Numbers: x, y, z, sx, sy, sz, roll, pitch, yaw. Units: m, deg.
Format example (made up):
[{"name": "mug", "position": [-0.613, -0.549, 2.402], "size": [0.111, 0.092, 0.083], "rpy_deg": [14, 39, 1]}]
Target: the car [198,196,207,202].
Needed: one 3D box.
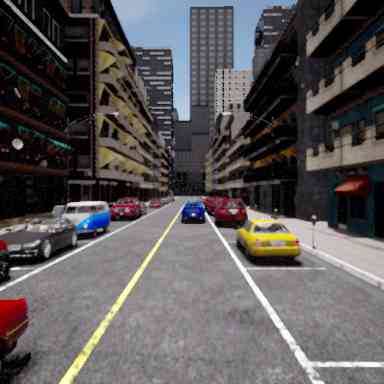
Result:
[{"name": "car", "position": [2.696, 1.829, 85.307], "size": [1.967, 1.590, 4.097], "rpy_deg": [-1, 0, 0]}]

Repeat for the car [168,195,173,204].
[{"name": "car", "position": [-5.686, 1.862, 68.531], "size": [2.008, 1.369, 4.403], "rpy_deg": [-1, 0, 0]}]

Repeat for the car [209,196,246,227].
[{"name": "car", "position": [2.681, 1.422, 23.685], "size": [2.192, 1.841, 5.009], "rpy_deg": [-1, 0, 0]}]

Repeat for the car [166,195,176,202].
[{"name": "car", "position": [-5.684, 1.730, 90.940], "size": [2.192, 1.841, 5.009], "rpy_deg": [-1, 0, 0]}]

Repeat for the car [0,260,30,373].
[{"name": "car", "position": [-3.093, 1.612, 2.197], "size": [1.895, 1.301, 4.718], "rpy_deg": [0, 0, 0]}]

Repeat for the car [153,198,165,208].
[{"name": "car", "position": [-5.689, 1.816, 51.724], "size": [1.802, 1.307, 4.206], "rpy_deg": [-1, 0, 0]}]

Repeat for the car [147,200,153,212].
[{"name": "car", "position": [-5.701, 1.709, 34.919], "size": [2.008, 1.369, 4.403], "rpy_deg": [-1, 0, 0]}]

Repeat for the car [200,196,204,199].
[{"name": "car", "position": [2.686, 1.523, 46.093], "size": [2.192, 1.841, 5.009], "rpy_deg": [-1, 0, 0]}]

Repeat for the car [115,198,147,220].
[{"name": "car", "position": [-5.688, 1.448, 29.318], "size": [2.192, 1.841, 5.009], "rpy_deg": [-1, 0, 0]}]

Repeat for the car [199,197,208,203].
[{"name": "car", "position": [2.697, 1.928, 79.704], "size": [1.947, 1.339, 4.313], "rpy_deg": [-1, 0, 0]}]

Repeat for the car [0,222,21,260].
[{"name": "car", "position": [-5.668, 1.472, 6.909], "size": [1.967, 1.590, 4.097], "rpy_deg": [-1, 0, 0]}]

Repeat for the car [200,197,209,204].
[{"name": "car", "position": [2.695, 1.863, 74.272], "size": [1.752, 1.417, 4.829], "rpy_deg": [-1, 0, 0]}]

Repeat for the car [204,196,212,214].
[{"name": "car", "position": [2.683, 1.473, 34.889], "size": [2.192, 1.841, 5.009], "rpy_deg": [-1, 0, 0]}]

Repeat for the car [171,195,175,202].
[{"name": "car", "position": [-5.683, 1.914, 79.735], "size": [2.008, 1.369, 4.403], "rpy_deg": [-1, 0, 0]}]

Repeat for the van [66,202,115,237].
[{"name": "van", "position": [-5.667, 1.423, 18.113], "size": [1.690, 1.788, 3.998], "rpy_deg": [-1, 0, 0]}]

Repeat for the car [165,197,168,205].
[{"name": "car", "position": [-5.688, 1.842, 57.326], "size": [1.802, 1.307, 4.206], "rpy_deg": [-1, 0, 0]}]

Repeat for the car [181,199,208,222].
[{"name": "car", "position": [0.106, 1.603, 27.874], "size": [1.882, 1.535, 5.008], "rpy_deg": [0, -1, 0]}]

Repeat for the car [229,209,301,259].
[{"name": "car", "position": [2.682, 1.583, 12.650], "size": [1.752, 1.417, 4.829], "rpy_deg": [-1, 0, 0]}]

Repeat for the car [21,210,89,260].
[{"name": "car", "position": [-5.665, 1.608, 12.510], "size": [2.008, 1.369, 4.403], "rpy_deg": [-1, 0, 0]}]
